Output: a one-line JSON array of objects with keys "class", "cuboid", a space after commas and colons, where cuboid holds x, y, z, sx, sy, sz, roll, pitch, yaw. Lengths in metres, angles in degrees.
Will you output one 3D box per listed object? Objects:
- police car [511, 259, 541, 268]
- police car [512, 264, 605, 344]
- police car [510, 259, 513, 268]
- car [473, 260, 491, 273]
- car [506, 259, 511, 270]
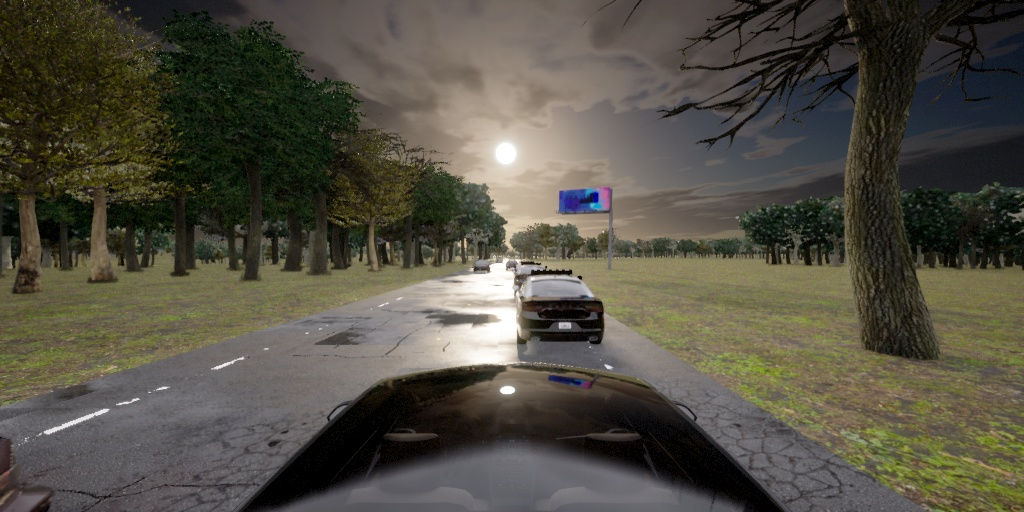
[{"class": "police car", "cuboid": [1.045, 1.169, 19.682, 1.930, 1.638, 5.238, 0, 0, 0]}, {"class": "police car", "cuboid": [1.048, 1.172, 9.681, 1.930, 1.638, 5.238, 0, 0, 0]}, {"class": "police car", "cuboid": [1.044, 1.168, 25.683, 1.930, 1.638, 5.238, 0, 0, 0]}, {"class": "car", "cuboid": [-3.612, 1.219, 43.338, 1.882, 1.535, 5.008, 0, 0, 0]}, {"class": "car", "cuboid": [0.046, 1.345, 52.531, 1.895, 1.301, 4.718, 0, 0, 0]}]
